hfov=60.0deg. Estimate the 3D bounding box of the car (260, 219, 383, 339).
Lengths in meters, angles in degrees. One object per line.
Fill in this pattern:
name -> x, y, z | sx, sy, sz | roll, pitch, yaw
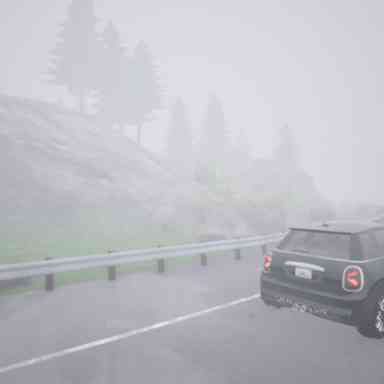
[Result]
car -> 3.487, 1.372, 6.913 | 4.553, 1.767, 2.097 | 0, 0, -40
